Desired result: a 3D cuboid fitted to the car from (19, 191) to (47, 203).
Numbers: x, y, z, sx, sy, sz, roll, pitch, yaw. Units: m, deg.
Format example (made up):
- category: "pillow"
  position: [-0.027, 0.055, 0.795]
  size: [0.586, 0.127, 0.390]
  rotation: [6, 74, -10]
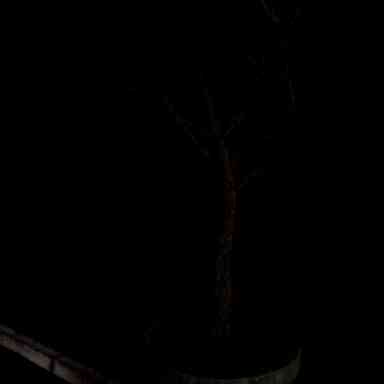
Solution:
- category: "car"
  position: [-20.005, 0.923, 40.809]
  size: [2.150, 2.045, 5.566]
  rotation: [1, 0, 32]
